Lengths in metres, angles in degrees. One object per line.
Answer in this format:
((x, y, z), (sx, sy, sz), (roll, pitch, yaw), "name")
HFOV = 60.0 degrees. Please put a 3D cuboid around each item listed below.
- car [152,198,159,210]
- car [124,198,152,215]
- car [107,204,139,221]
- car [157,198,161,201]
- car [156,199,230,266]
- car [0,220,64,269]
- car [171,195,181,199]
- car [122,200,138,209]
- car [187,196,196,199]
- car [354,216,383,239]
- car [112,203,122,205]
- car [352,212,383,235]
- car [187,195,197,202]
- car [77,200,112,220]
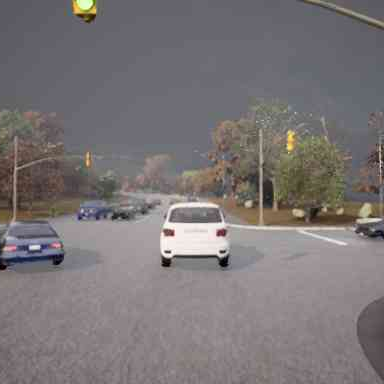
((-7.034, 2.159, 54.041), (1.895, 1.301, 4.718), (0, 1, 1), "car")
((-7.085, 1.902, 44.111), (2.150, 2.045, 5.566), (0, 0, 0), "car")
((-7.082, 2.247, 34.589), (1.895, 1.301, 4.718), (0, -1, -1), "car")
((-6.992, 1.833, 64.733), (2.033, 1.411, 5.357), (0, 2, 0), "car")
((0.100, 1.404, 12.353), (2.150, 2.045, 5.566), (0, -1, 0), "car")
((-5.893, 1.717, 11.884), (2.033, 1.411, 5.357), (1, -2, -31), "car")
((-3.493, 1.810, 66.169), (1.994, 1.385, 4.181), (0, 2, 0), "car")
((-10.503, 2.105, 56.527), (1.895, 1.301, 4.718), (0, 1, 0), "car")
((0.007, 1.735, 66.322), (2.128, 1.511, 4.902), (0, 2, 0), "car")
((11.720, 1.853, 17.887), (5.357, 1.411, 2.033), (0, -1, -2), "car")
((-10.572, 2.218, 46.244), (2.033, 1.411, 5.357), (0, 0, 1), "car")
((13.152, 1.987, 21.435), (4.718, 1.301, 1.895), (0, -1, -2), "car")
((-0.096, 1.530, 76.373), (1.994, 1.385, 4.181), (0, 2, -3), "car")
((-10.604, 1.882, 35.941), (2.150, 2.045, 5.566), (0, -1, -2), "car")
